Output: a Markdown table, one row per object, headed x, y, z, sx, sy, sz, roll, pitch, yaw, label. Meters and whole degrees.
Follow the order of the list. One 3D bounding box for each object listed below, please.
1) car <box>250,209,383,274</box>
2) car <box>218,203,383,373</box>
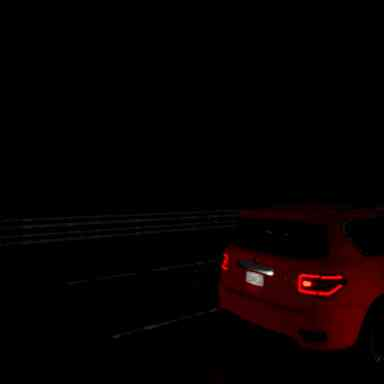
| x | y | z | sx | sy | sz | roll | pitch | yaw | label |
| --- | --- | --- | --- | --- | --- | --- | --- | --- | --- |
| 4.470 | 1.459 | 11.244 | 4.902 | 1.511 | 2.128 | 0 | 0 | -35 | car |
| 2.998 | 1.221 | 5.888 | 5.566 | 2.045 | 2.150 | 0 | 0 | -36 | car |
